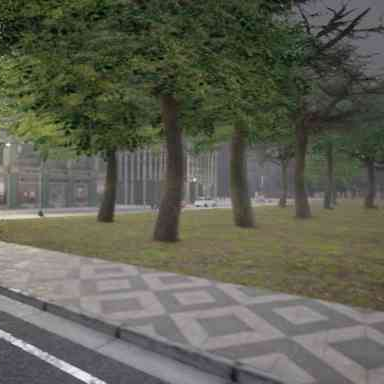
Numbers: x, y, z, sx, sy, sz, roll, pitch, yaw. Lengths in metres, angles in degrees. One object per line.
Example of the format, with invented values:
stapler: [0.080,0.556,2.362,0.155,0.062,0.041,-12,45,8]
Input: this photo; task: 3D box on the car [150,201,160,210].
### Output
car: [-4.716,2.164,53.969,1.837,1.490,4.892,0,0,35]

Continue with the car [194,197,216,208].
car: [2.603,2.027,64.841,2.150,2.045,5.566,0,0,34]

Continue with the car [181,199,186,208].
car: [-3.142,2.077,61.700,2.097,1.767,4.553,0,0,34]
